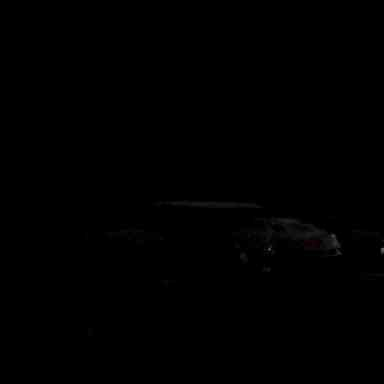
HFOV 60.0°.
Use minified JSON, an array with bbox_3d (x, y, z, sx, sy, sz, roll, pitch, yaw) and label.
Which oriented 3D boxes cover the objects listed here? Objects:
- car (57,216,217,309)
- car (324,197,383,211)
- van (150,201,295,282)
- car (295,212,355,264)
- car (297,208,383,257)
[{"bbox_3d":[-1.852,1.484,8.117,2.097,1.535,5.008,0,0,-35],"label":"car"},{"bbox_3d":[7.169,1.247,14.593,2.435,2.045,5.566,0,0,-35],"label":"car"},{"bbox_3d":[0.473,1.262,9.639,1.878,1.987,4.442,0,0,-36],"label":"van"},{"bbox_3d":[2.666,1.532,11.344,2.002,1.452,4.674,0,0,-35],"label":"car"},{"bbox_3d":[4.942,1.525,12.933,2.163,1.488,4.792,0,0,-35],"label":"car"}]
